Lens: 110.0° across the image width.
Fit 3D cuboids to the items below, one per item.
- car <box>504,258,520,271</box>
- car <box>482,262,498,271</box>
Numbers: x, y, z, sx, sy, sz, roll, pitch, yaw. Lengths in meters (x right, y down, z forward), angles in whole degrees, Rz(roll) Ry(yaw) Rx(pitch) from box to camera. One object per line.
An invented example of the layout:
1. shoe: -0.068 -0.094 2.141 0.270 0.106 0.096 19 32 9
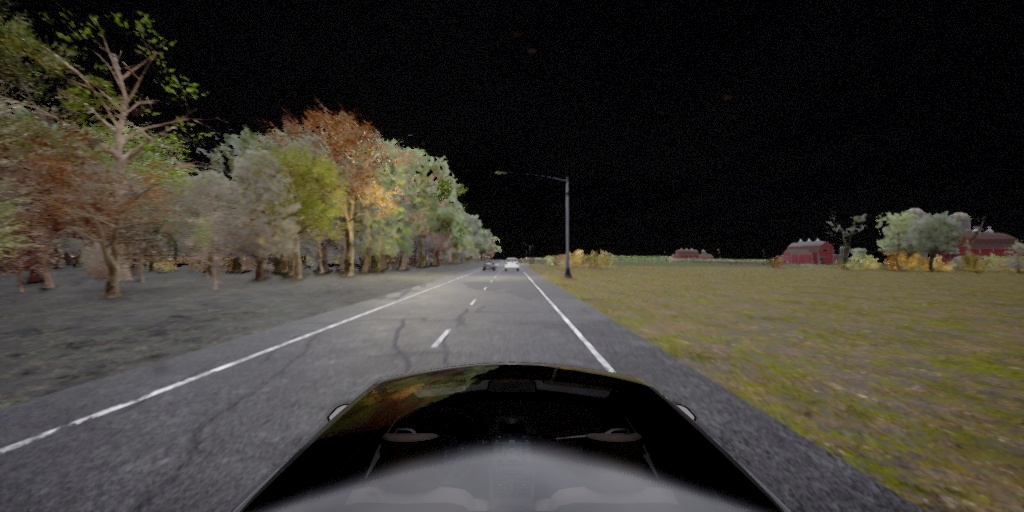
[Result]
1. car: -0.020 1.283 54.961 2.150 2.045 5.566 0 0 0
2. car: -3.520 1.587 55.310 1.812 1.442 4.674 0 0 0
